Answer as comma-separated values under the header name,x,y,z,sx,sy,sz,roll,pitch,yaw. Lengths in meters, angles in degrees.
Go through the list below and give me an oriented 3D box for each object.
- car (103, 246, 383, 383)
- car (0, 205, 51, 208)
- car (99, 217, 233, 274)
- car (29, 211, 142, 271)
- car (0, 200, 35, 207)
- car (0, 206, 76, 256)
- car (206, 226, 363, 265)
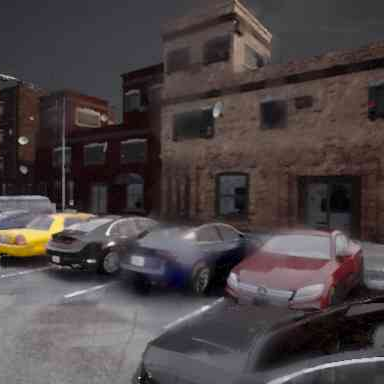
name,x,y,z,sx,sy,sz,roll,pitch,yaw
car,1.710,1.507,2.159,4.892,1.490,1.837,1,0,36
car,-6.525,1.450,13.600,2.002,1.452,4.674,0,0,35
car,0.230,1.481,8.825,2.163,1.488,4.792,0,0,35
car,-2.037,1.437,10.397,2.231,1.521,4.892,0,0,35
car,-11.017,1.388,16.798,2.231,1.521,4.892,0,0,35
car,-4.170,1.420,12.152,1.946,1.575,5.366,0,0,35
car,2.458,1.507,7.203,2.002,1.452,4.674,0,0,35
